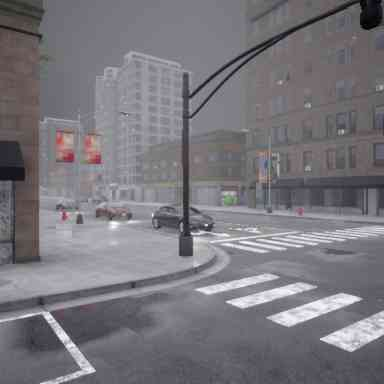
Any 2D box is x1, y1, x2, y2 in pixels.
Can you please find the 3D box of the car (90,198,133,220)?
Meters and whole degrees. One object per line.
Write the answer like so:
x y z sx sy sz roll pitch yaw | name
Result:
-6.644 1.492 27.770 1.812 1.442 4.674 0 0 -36 | car

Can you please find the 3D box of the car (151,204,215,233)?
-0.640 1.487 19.437 1.837 1.490 4.892 0 0 -35 | car

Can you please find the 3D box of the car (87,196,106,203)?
-16.151 1.414 57.910 1.837 1.490 4.892 0 0 -36 | car

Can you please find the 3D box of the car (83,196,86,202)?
-21.400 1.453 59.640 2.033 1.411 5.357 0 0 -36 | car

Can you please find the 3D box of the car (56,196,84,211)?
-14.437 1.471 38.581 1.812 1.442 4.674 0 0 -36 | car
